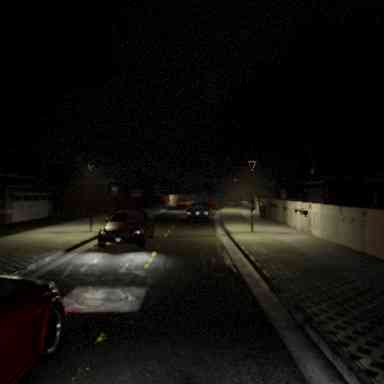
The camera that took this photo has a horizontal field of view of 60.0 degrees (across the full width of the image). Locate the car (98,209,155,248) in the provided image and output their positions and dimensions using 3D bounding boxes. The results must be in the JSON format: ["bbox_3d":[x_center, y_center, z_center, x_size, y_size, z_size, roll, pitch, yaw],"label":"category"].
[{"bbox_3d":[-2.776,1.532,14.911,1.812,1.442,4.674,0,0,1],"label":"car"}]

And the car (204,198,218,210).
[{"bbox_3d":[2.362,1.475,44.176,1.882,1.535,5.008,0,0,8],"label":"car"}]

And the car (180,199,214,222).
[{"bbox_3d":[0.527,1.554,26.088,2.033,1.411,5.357,0,0,3],"label":"car"}]

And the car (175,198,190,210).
[{"bbox_3d":[-0.934,1.479,41.966,1.882,1.535,5.008,0,0,8],"label":"car"}]

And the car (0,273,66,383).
[{"bbox_3d":[-2.839,1.565,3.169,1.994,1.385,4.181,0,0,0],"label":"car"}]
